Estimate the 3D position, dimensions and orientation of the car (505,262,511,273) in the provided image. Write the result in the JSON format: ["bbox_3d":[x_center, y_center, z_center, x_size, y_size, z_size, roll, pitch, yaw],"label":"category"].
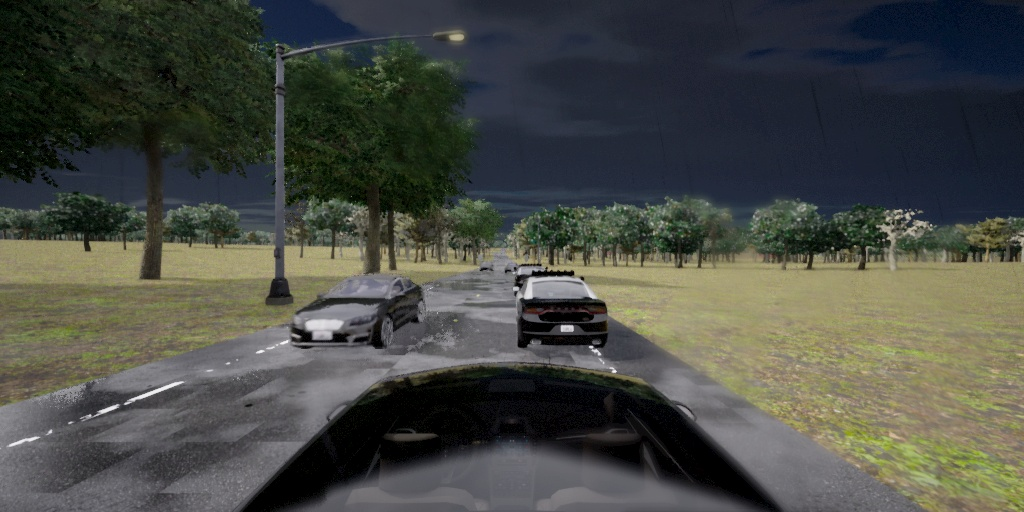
[{"bbox_3d":[0.027,1.571,47.843,1.994,1.385,4.181,0,0,0],"label":"car"}]

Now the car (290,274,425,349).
[{"bbox_3d":[-3.601,1.249,9.255,2.128,1.511,4.902,0,0,0],"label":"car"}]

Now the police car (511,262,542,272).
[{"bbox_3d":[1.051,1.219,19.406,1.930,1.638,5.238,0,0,0],"label":"police car"}]

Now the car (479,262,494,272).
[{"bbox_3d":[-3.610,1.544,51.418,1.837,1.490,4.892,0,-1,0],"label":"car"}]

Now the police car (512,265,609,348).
[{"bbox_3d":[1.050,1.183,9.401,1.930,1.638,5.238,0,0,0],"label":"police car"}]
